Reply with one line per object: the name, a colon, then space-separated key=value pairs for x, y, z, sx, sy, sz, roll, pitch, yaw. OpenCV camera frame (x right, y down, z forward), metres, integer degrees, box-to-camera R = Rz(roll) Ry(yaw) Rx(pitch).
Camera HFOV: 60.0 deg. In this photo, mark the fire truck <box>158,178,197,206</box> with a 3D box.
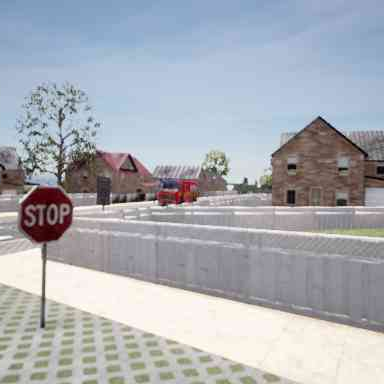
fire truck: x=-1.821 y=-0.014 z=47.119 sx=2.891 sy=3.827 sz=8.468 roll=2 pitch=1 yaw=19
